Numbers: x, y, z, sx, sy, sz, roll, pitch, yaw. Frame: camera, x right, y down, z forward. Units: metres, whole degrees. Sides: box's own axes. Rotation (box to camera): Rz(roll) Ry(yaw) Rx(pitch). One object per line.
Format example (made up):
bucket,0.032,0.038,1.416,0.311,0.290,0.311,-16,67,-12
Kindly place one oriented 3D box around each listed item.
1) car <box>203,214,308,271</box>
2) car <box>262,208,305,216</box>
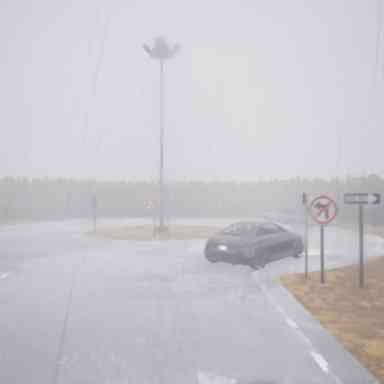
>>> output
car,2.308,1.691,11.640,1.994,1.385,4.181,-1,-1,43
car,7.311,1.874,25.347,1.895,1.301,4.718,0,-1,-23
